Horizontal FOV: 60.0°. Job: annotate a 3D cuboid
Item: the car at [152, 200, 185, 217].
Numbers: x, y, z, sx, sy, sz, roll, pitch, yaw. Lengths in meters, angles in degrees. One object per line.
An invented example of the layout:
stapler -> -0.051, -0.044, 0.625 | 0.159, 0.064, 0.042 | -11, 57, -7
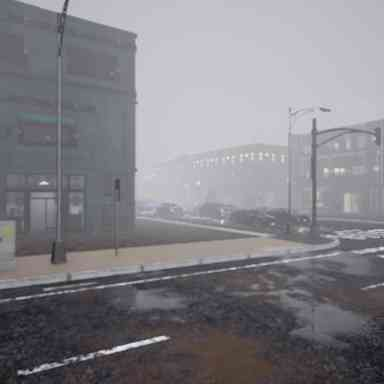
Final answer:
car -> -2.443, 2.007, 37.965 | 1.967, 1.590, 4.097 | -1, 0, -32

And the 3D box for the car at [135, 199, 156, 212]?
car -> -7.771, 2.261, 51.656 | 2.033, 1.411, 5.357 | 0, -1, -31

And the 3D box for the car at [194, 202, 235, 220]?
car -> 2.606, 1.867, 34.732 | 2.097, 1.767, 4.553 | 0, -1, -32

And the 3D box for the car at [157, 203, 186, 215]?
car -> -2.703, 2.144, 43.368 | 1.812, 1.442, 4.674 | 0, -1, -32

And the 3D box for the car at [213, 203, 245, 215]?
car -> 4.692, 2.160, 42.364 | 1.802, 1.307, 4.206 | -1, 0, -32

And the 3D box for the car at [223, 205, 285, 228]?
car -> 4.737, 1.990, 26.088 | 1.947, 1.339, 4.313 | -1, 0, -32

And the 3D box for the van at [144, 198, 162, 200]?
van -> -6.929, 2.137, 61.212 | 1.690, 1.788, 3.998 | -1, 0, -32

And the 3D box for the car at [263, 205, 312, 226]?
car -> 7.478, 1.983, 26.827 | 1.994, 1.385, 4.181 | 0, -1, -32

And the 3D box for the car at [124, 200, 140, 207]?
car -> -12.736, 2.445, 70.634 | 1.887, 1.381, 4.507 | -1, 0, -32
